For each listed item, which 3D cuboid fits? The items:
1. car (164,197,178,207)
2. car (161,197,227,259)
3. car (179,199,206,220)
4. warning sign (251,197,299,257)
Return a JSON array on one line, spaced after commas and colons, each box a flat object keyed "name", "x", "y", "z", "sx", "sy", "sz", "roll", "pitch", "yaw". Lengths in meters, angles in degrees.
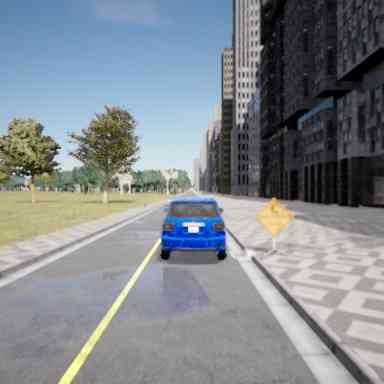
[{"name": "car", "x": -3.076, "y": 1.447, "z": 50.579, "sx": 1.812, "sy": 1.442, "sz": 4.674, "roll": 0, "pitch": 0, "yaw": 0}, {"name": "car", "x": 0.063, "y": 1.215, "z": 12.745, "sx": 2.150, "sy": 2.045, "sz": 5.566, "roll": 0, "pitch": 0, "yaw": 0}, {"name": "car", "x": 0.071, "y": 1.458, "z": 28.903, "sx": 2.128, "sy": 1.511, "sz": 4.902, "roll": 0, "pitch": 0, "yaw": 0}, {"name": "warning sign", "x": 2.713, "y": 1.109, "z": 11.012, "sx": 1.300, "sy": 1.860, "sz": 1.060, "roll": 0, "pitch": 0, "yaw": 0}]
